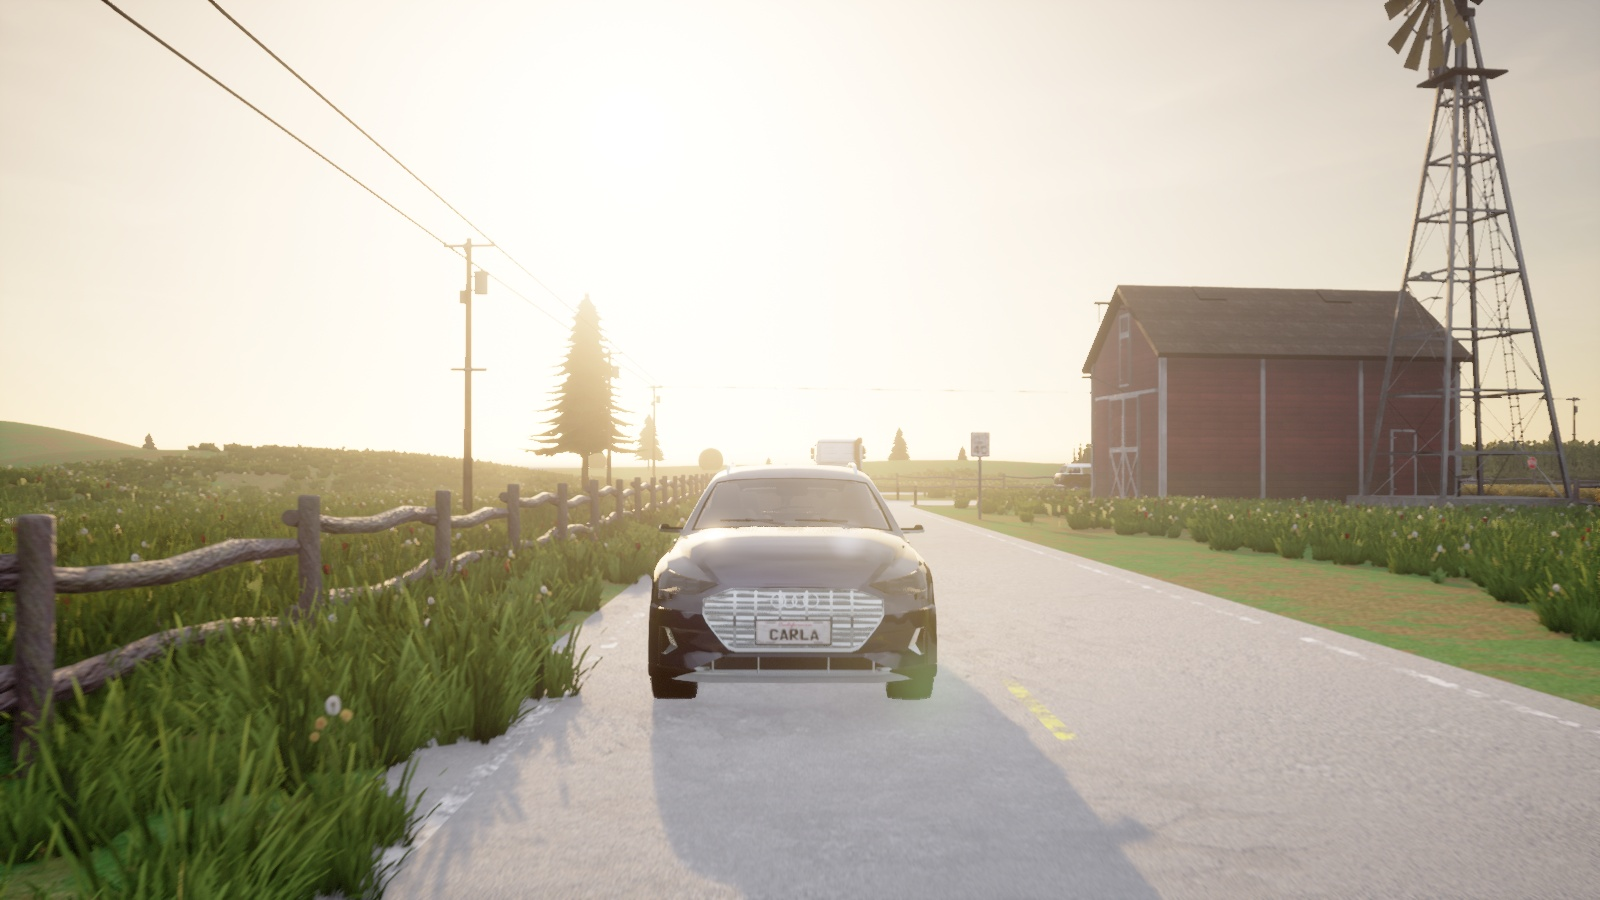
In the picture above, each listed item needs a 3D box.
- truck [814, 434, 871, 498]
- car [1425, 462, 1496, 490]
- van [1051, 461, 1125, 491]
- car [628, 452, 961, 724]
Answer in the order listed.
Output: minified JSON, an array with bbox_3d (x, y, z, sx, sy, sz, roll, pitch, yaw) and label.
[{"bbox_3d":[2.360,0.940,72.632,2.891,3.462,7.936,0,-1,-1],"label":"truck"},{"bbox_3d":[44.912,1.745,85.475,3.866,1.878,1.905,0,-1,-6],"label":"car"},{"bbox_3d":[19.690,1.781,85.958,4.480,2.038,2.069,0,-1,-6],"label":"van"},{"bbox_3d":[-0.061,0.900,10.115,2.033,1.649,4.856,0,-1,-1],"label":"car"}]
